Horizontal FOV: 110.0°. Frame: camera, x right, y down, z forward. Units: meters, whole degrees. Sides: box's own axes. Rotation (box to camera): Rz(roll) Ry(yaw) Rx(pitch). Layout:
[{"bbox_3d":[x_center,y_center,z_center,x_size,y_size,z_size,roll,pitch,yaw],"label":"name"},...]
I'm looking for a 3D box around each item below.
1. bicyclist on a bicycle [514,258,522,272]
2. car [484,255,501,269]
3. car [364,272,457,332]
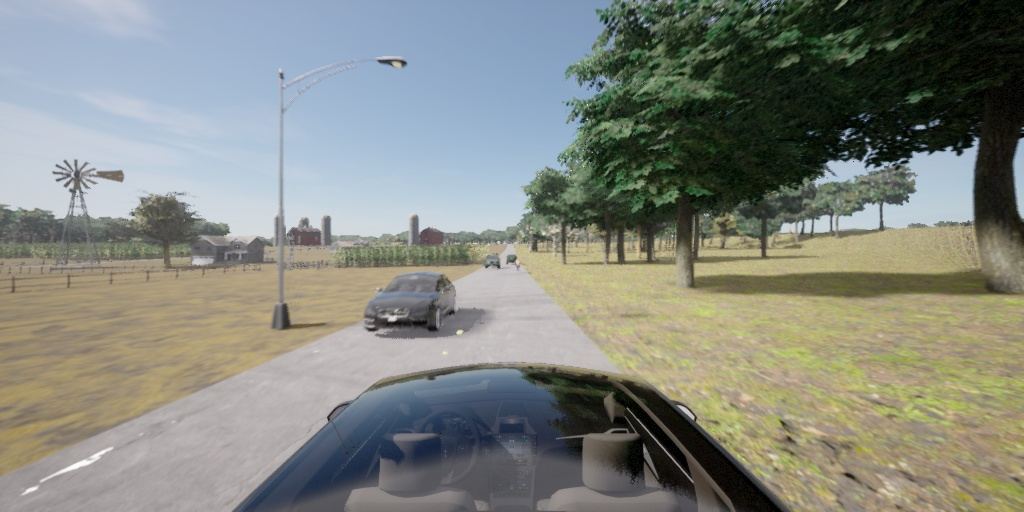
[{"bbox_3d":[0.721,1.189,41.695,0.866,1.612,1.509,0,0,0],"label":"bicyclist on a bicycle"},{"bbox_3d":[-2.834,0.848,53.098,2.150,2.045,5.566,0,1,0],"label":"car"},{"bbox_3d":[-2.854,1.270,10.990,1.837,1.490,4.892,0,0,0],"label":"car"}]
